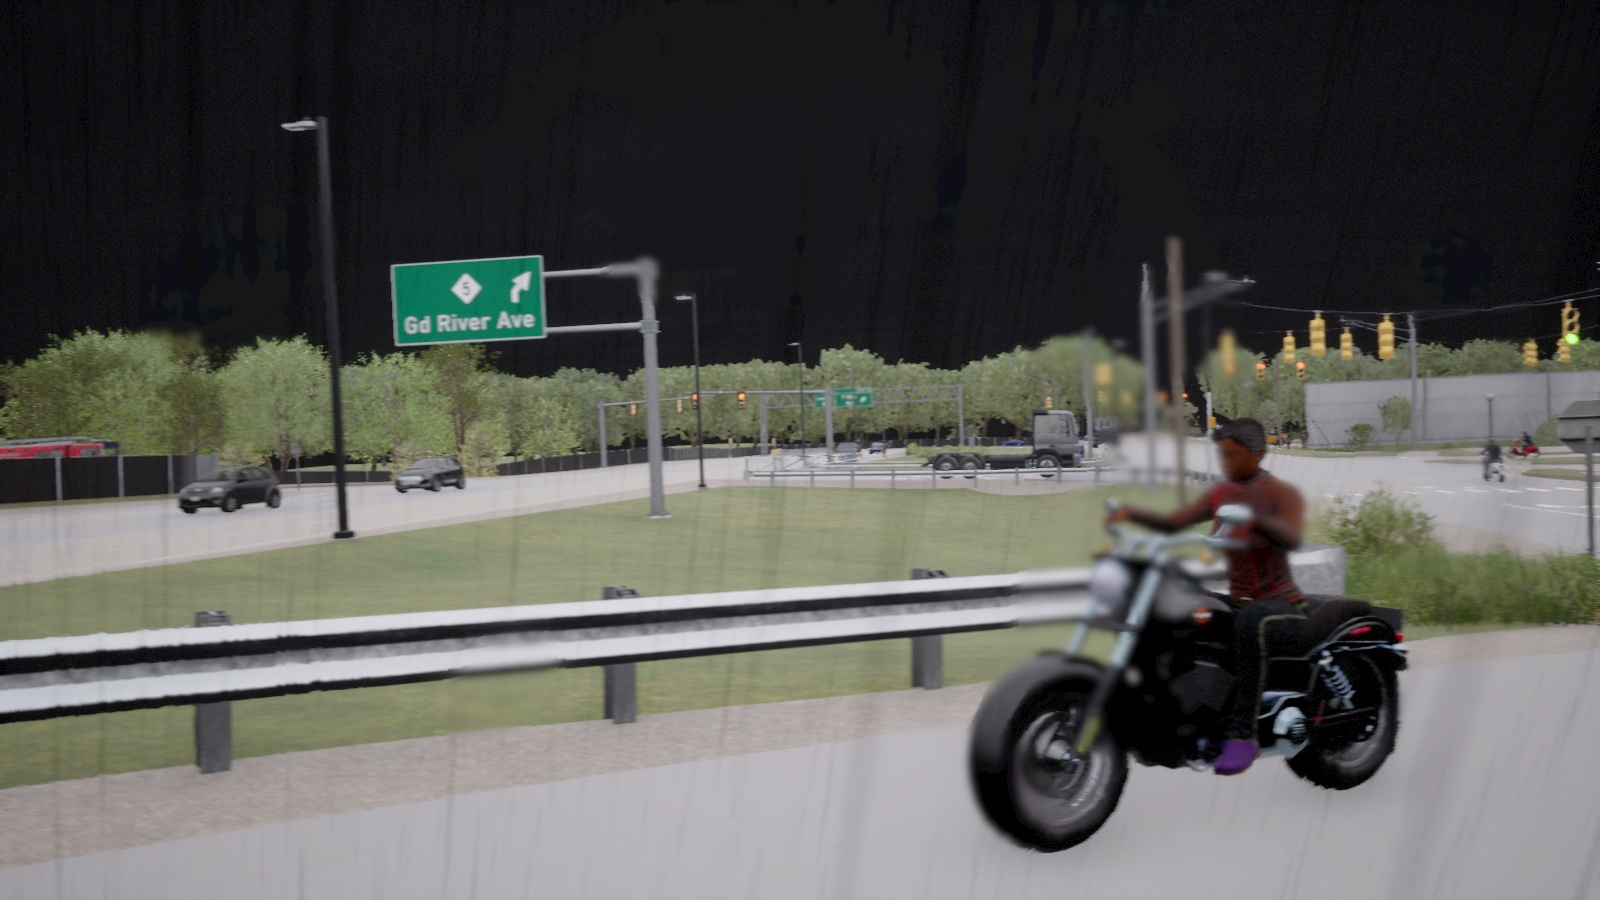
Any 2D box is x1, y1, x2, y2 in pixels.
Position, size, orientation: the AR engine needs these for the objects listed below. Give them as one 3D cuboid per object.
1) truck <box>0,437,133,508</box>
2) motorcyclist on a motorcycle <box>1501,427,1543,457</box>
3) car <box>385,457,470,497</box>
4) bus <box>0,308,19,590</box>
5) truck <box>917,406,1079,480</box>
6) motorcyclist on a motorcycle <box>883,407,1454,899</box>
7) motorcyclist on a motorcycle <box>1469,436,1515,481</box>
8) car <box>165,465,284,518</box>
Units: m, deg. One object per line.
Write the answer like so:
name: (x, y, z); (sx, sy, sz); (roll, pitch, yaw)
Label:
truck: (-45.734, 1.404, 76.356); (8.468, 3.827, 2.891); (-4, 1, -6)
motorcyclist on a motorcycle: (40.891, -0.450, 71.108); (1.817, 1.590, 0.866); (-2, 1, 4)
car: (-17.814, 1.262, 60.306); (2.033, 1.649, 4.856); (-2, 0, 8)
bus: (-14.813, 0.119, 14.438); (3.944, 4.253, 10.273); (-3, 0, 9)
truck: (10.091, -0.349, 64.087); (7.936, 3.462, 2.891); (-1, 1, 11)
motorcyclist on a motorcycle: (1.528, 0.673, 5.006); (2.350, 1.649, 0.766); (-1, 1, -30)
motorcyclist on a motorcycle: (25.694, 0.305, 46.670); (0.866, 1.590, 1.817); (-2, 0, 9)
car: (-20.411, 1.445, 44.723); (1.851, 1.617, 3.988); (-2, 0, 9)
